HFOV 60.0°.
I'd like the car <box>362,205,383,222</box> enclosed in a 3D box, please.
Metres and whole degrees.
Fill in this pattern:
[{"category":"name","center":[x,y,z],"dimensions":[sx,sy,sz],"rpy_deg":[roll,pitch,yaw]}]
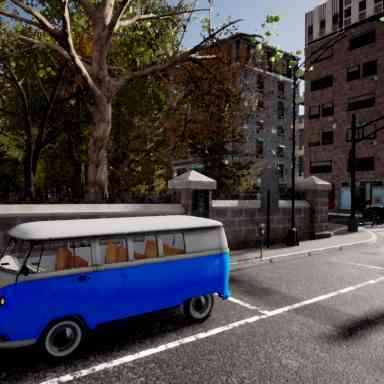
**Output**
[{"category":"car","center":[14.891,1.335,24.090],"dimensions":[2.097,1.767,4.553],"rpy_deg":[1,0,-35]}]

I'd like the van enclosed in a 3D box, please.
[{"category":"van","center":[-1.202,1.342,5.644],"dimensions":[3.998,1.788,1.690],"rpy_deg":[0,1,-36]}]
